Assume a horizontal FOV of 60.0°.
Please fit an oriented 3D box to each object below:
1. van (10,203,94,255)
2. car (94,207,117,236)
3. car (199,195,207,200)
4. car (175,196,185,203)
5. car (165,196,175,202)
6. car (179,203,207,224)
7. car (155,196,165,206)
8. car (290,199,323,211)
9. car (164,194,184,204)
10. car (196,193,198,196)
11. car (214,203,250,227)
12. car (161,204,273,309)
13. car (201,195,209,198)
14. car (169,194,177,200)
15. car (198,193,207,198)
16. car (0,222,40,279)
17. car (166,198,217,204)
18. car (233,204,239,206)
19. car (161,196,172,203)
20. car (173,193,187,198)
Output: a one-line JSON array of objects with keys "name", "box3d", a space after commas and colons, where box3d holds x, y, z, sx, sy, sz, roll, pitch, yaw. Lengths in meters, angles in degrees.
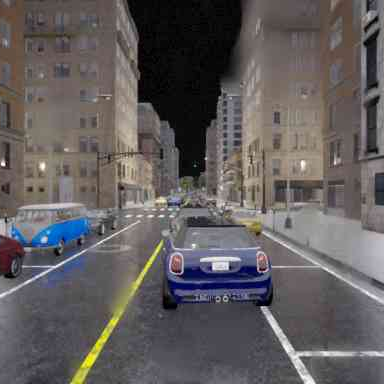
[{"name": "van", "box3d": [-5.350, 1.341, 12.881, 1.690, 1.788, 3.998, 0, 0, 0]}, {"name": "car", "box3d": [-5.331, 1.551, 18.287, 2.008, 1.369, 4.403, 0, 0, 0]}, {"name": "car", "box3d": [2.934, 1.560, 90.316, 1.947, 1.339, 4.313, 0, 0, 0]}, {"name": "car", "box3d": [-2.519, 1.523, 70.519, 1.812, 1.442, 4.674, 0, 0, 0]}, {"name": "car", "box3d": [-5.129, 1.548, 78.975, 2.008, 1.369, 4.403, 0, 0, 0]}, {"name": "car", "box3d": [0.103, 1.565, 25.339, 1.994, 1.385, 4.181, 0, 0, 0]}, {"name": "car", "box3d": [-5.204, 1.526, 56.080, 1.752, 1.417, 4.829, 0, 0, 0]}, {"name": "car", "box3d": [13.717, 1.517, 38.270, 4.718, 1.301, 1.895, 0, 0, 0]}, {"name": "car", "box3d": [-2.677, 1.479, 50.425, 1.882, 1.535, 5.008, 0, 0, 0]}, {"name": "car", "box3d": [2.915, 1.310, 84.634, 2.192, 1.841, 5.009, 0, 0, 0]}, {"name": "car", "box3d": [2.716, 1.551, 23.668, 2.008, 1.369, 4.403, 0, 0, 0]}, {"name": "car", "box3d": [0.330, 1.352, 8.085, 2.097, 1.767, 4.553, 0, 0, -5]}, {"name": "car", "box3d": [2.802, 1.552, 50.544, 2.008, 1.369, 4.403, 0, 0, 0]}, {"name": "car", "box3d": [-5.091, 1.434, 90.337, 1.967, 1.590, 4.097, 0, 0, 0]}, {"name": "car", "box3d": [2.877, 1.438, 73.270, 1.967, 1.590, 4.097, 0, 0, 0]}, {"name": "car", "box3d": [-5.369, 1.582, 7.475, 1.802, 1.307, 4.206, 0, 0, 0]}, {"name": "car", "box3d": [0.128, 1.352, 15.352, 2.097, 1.767, 4.553, 0, 0, 0]}, {"name": "car", "box3d": [2.704, 1.526, 18.432, 1.752, 1.417, 4.829, 0, 0, 0]}, {"name": "car", "box3d": [-5.166, 1.565, 67.613, 1.947, 1.339, 4.313, 0, 0, 0]}, {"name": "car", "box3d": [-2.623, 1.222, 60.413, 2.150, 2.045, 5.566, 0, 0, 1]}]
